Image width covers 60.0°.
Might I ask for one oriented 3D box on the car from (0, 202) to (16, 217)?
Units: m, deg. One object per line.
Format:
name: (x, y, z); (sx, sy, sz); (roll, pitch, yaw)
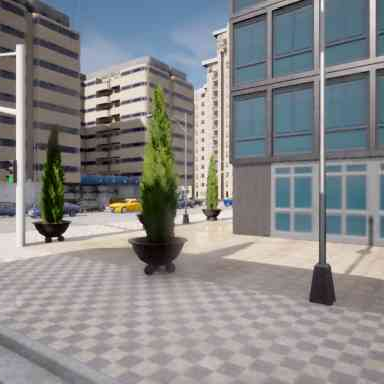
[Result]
car: (-17.121, 1.603, 29.725); (2.033, 1.411, 5.357); (0, 0, 35)

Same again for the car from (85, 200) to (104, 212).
car: (-11.786, 1.619, 37.254); (1.994, 1.385, 4.181); (0, 0, 35)

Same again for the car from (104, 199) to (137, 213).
car: (-7.143, 1.533, 37.756); (1.882, 1.535, 5.008); (0, 0, 35)

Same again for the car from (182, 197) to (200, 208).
car: (-1.365, 1.581, 45.885); (1.812, 1.442, 4.674); (0, 0, 35)

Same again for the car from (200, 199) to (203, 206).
car: (-0.008, 1.581, 53.809); (1.812, 1.442, 4.674); (0, 0, 36)

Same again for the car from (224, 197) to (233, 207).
car: (6.702, 1.533, 50.910); (1.882, 1.535, 5.008); (0, 0, 35)

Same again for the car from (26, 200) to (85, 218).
car: (-12.465, 1.581, 30.207); (1.812, 1.442, 4.674); (0, 0, 35)
